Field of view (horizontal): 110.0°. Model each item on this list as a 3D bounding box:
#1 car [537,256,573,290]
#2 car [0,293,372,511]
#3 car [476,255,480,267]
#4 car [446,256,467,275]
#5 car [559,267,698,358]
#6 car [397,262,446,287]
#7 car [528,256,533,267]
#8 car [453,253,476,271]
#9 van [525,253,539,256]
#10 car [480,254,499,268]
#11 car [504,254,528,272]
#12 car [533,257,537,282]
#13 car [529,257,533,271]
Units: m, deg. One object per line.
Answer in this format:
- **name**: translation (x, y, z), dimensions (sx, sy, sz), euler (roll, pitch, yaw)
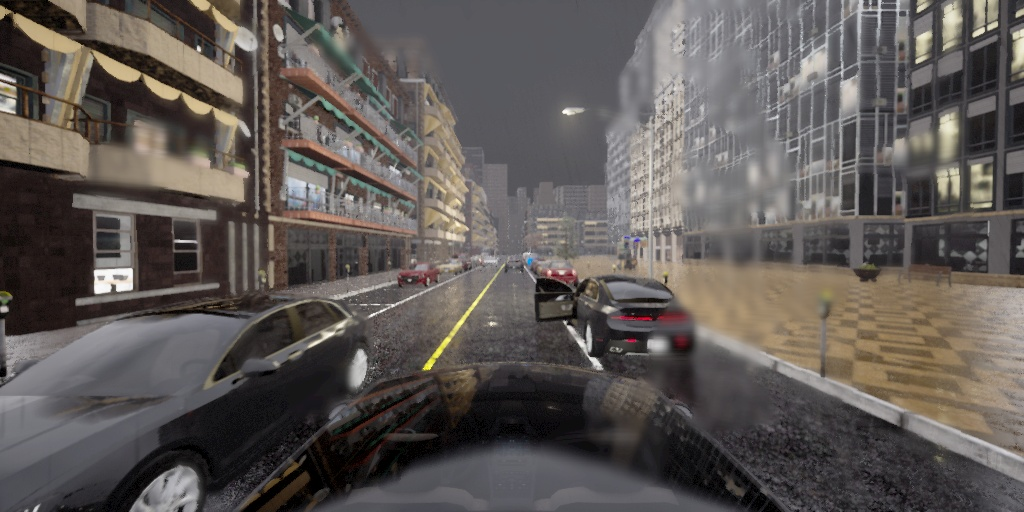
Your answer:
- **car**: translation (2.785, 0.958, 21.849), dimensions (1.967, 1.591, 4.097), euler (0, 0, 0)
- **car**: translation (-3.093, 1.232, 3.735), dimensions (1.837, 1.490, 4.892), euler (0, 1, 0)
- **car**: translation (-5.487, 0.825, 43.996), dimensions (2.007, 1.370, 4.403), euler (0, 0, 0)
- **car**: translation (-5.542, 0.922, 32.774), dimensions (1.751, 1.417, 4.829), euler (0, 0, 0)
- **car**: translation (2.384, 1.178, 8.262), dimensions (1.837, 1.490, 4.892), euler (0, 1, 0)
- **car**: translation (-5.595, 1.064, 21.891), dimensions (1.888, 1.381, 4.507), euler (0, 0, 0)
- **car**: translation (2.866, 0.916, 38.428), dimensions (1.802, 1.307, 4.207), euler (0, 0, 0)
- **car**: translation (-5.515, 0.650, 38.470), dimensions (2.192, 1.841, 5.009), euler (0, 0, 0)
- **van**: translation (2.920, 0.555, 49.481), dimensions (1.690, 1.789, 3.998), euler (0, 0, 0)
- **car**: translation (-2.781, 0.811, 47.181), dimensions (1.812, 1.442, 4.674), euler (0, 1, 0)
- **car**: translation (0.239, 0.845, 36.596), dimensions (2.128, 1.511, 4.902), euler (0, 1, 1)
- **car**: translation (2.813, 0.982, 27.546), dimensions (1.751, 1.417, 4.829), euler (0, 0, 0)
- **car**: translation (2.839, 0.977, 32.903), dimensions (1.802, 1.307, 4.207), euler (0, 0, 0)
